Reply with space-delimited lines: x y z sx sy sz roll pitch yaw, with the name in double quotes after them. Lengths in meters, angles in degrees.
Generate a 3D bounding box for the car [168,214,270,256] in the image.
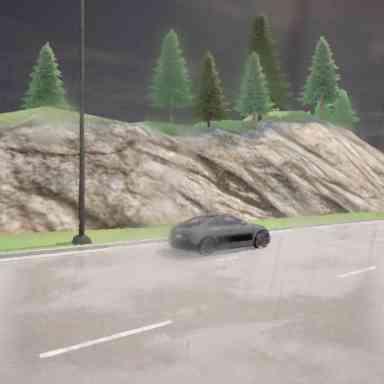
1.135 1.562 13.165 4.181 1.385 1.994 0 0 -36 "car"
